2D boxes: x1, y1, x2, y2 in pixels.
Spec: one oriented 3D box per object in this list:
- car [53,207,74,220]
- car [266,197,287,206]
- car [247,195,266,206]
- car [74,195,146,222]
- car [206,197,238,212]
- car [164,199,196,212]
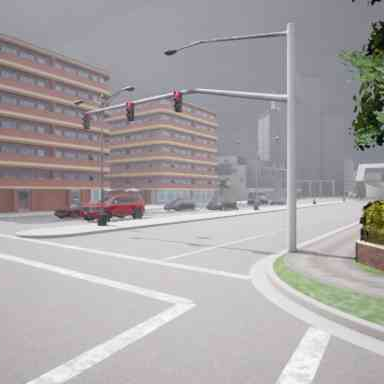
[{"bbox_3d":[-9.191,1.609,28.250,1.895,1.301,4.718,0,0,36],"label":"car"},{"bbox_3d":[14.374,1.582,54.490,1.994,1.385,4.181,0,0,36],"label":"car"},{"bbox_3d":[11.021,1.358,55.849,2.097,1.767,4.553,0,0,36],"label":"car"},{"bbox_3d":[-6.144,1.229,26.487,2.150,2.045,5.566,0,0,36],"label":"car"},{"bbox_3d":[3.647,1.358,39.922,2.097,1.767,4.553,0,0,36],"label":"car"},{"bbox_3d":[-1.298,1.534,39.083,1.812,1.442,4.674,0,0,36],"label":"car"}]
